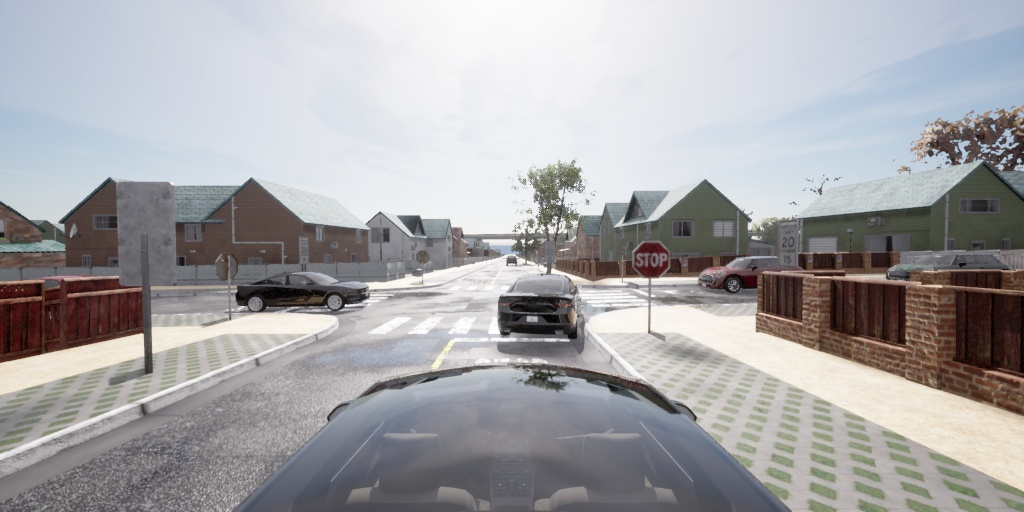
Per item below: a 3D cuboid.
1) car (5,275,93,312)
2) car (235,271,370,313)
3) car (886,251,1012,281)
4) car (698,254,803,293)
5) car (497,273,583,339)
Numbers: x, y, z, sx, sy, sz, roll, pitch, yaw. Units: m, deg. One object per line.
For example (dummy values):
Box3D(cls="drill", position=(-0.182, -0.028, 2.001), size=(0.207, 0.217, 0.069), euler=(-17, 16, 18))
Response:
Box3D(cls="car", position=(-18.030, 1.546, 14.683), size=(5.008, 1.535, 1.882), euler=(-1, 2, 0))
Box3D(cls="car", position=(-8.477, 1.376, 14.752), size=(5.008, 1.535, 1.882), euler=(-1, 2, 0))
Box3D(cls="car", position=(21.691, 0.646, 17.926), size=(4.553, 1.767, 2.097), euler=(-1, 2, 0))
Box3D(cls="car", position=(11.796, 0.820, 17.849), size=(4.553, 1.767, 2.097), euler=(-1, 2, 0))
Box3D(cls="car", position=(0.953, 1.224, 10.232), size=(1.882, 1.535, 5.008), euler=(0, 0, 12))
